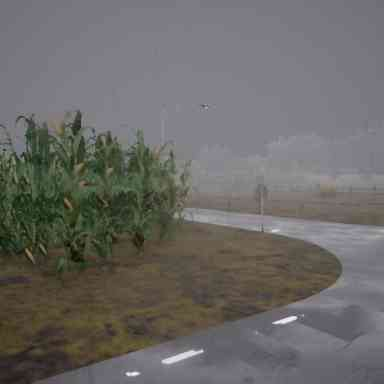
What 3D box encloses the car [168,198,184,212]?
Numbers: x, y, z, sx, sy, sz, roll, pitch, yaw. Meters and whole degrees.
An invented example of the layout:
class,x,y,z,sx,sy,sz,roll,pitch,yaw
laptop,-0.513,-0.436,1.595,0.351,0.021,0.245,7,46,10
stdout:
class,x,y,z,sx,sy,sz,roll,pitch,yaw
car,-2.626,1.060,28.299,1.895,1.301,4.718,-1,2,-35
